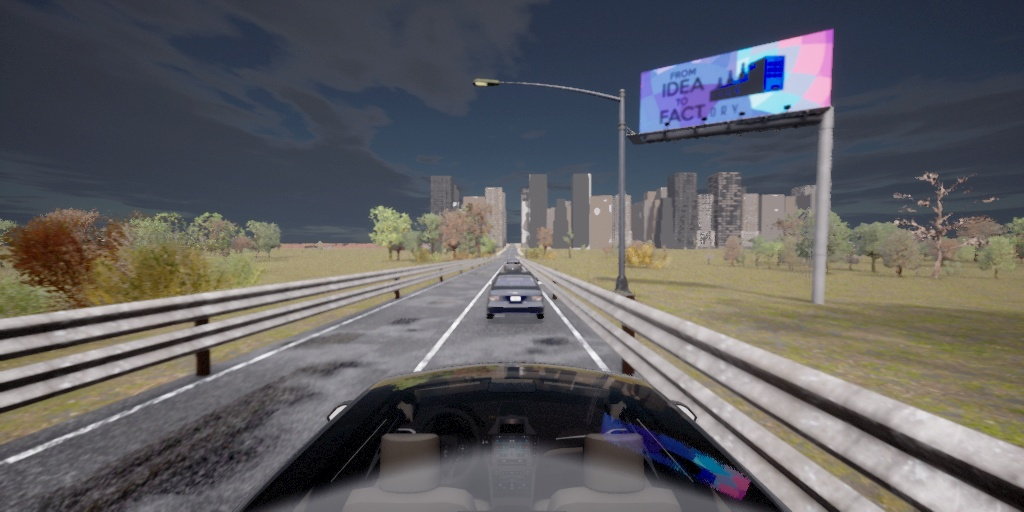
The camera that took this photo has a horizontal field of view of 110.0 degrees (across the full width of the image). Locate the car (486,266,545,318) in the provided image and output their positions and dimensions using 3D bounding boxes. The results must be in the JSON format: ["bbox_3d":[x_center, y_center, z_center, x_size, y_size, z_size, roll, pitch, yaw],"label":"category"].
[{"bbox_3d":[0.102,1.244,12.690,2.033,1.411,5.357,0,0,0],"label":"car"}]

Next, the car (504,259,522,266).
[{"bbox_3d":[0.112,1.063,38.093,2.128,1.511,4.902,0,0,0],"label":"car"}]
